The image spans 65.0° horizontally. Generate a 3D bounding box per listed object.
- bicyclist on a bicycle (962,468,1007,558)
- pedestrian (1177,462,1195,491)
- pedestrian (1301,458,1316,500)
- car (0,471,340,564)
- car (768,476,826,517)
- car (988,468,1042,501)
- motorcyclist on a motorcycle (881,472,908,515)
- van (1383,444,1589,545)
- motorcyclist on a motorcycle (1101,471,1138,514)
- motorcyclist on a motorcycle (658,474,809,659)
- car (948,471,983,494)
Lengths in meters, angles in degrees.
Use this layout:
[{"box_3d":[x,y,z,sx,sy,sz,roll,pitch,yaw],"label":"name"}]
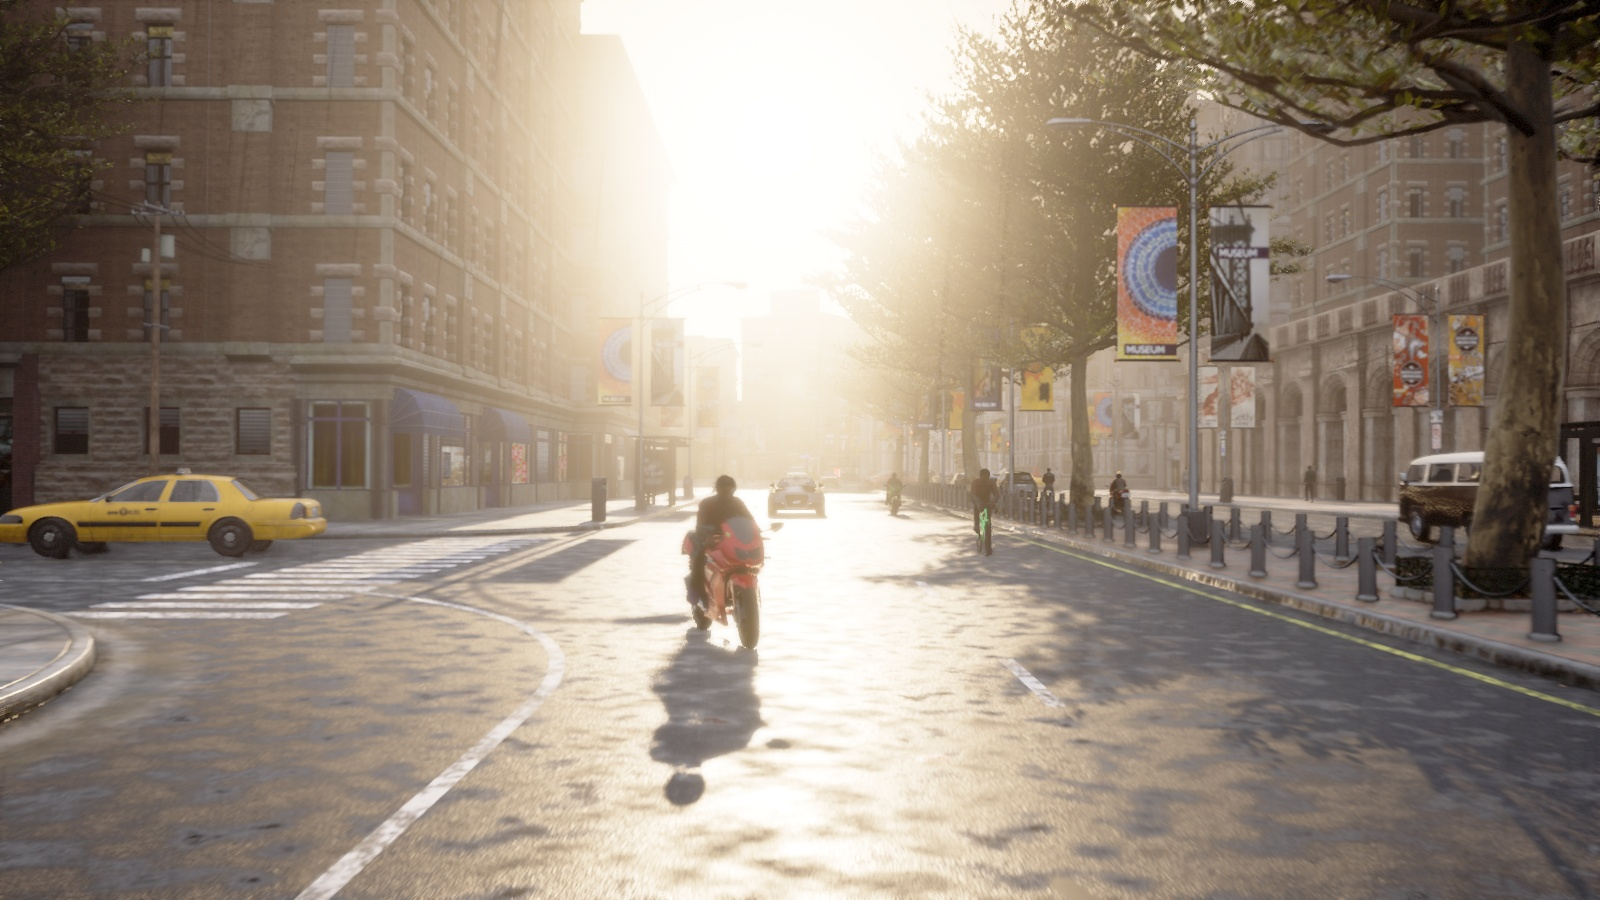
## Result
[{"box_3d":[3.443,1.147,23.490,0.582,1.620,1.656,0,-1,0],"label":"bicyclist on a bicycle"},{"box_3d":[24.824,1.724,80.788,0.874,1.855,0.900,0,-1,0],"label":"pedestrian"},{"box_3d":[23.974,1.367,59.206,0.423,1.949,0.788,0,-1,8],"label":"pedestrian"},{"box_3d":[-11.358,1.182,22.838,5.366,1.575,1.801,0,-1,-9],"label":"car"},{"box_3d":[-0.108,1.629,44.795,1.994,1.385,4.181,0,-1,0],"label":"car"},{"box_3d":[11.334,1.812,66.480,2.033,1.649,4.856,0,-1,0],"label":"car"},{"box_3d":[3.391,1.538,45.095,0.797,1.523,2.044,0,-1,0],"label":"motorcyclist on a motorcycle"},{"box_3d":[14.932,0.942,27.670,2.069,2.038,4.480,0,-1,0],"label":"van"},{"box_3d":[11.392,1.502,44.865,0.797,1.523,2.044,0,-1,0],"label":"motorcyclist on a motorcycle"},{"box_3d":[-0.661,0.993,11.601,0.797,1.523,2.044,-1,0,-20],"label":"motorcyclist on a motorcycle"},{"box_3d":[11.222,2.202,85.282,1.837,1.490,4.892,0,-1,1],"label":"car"}]
